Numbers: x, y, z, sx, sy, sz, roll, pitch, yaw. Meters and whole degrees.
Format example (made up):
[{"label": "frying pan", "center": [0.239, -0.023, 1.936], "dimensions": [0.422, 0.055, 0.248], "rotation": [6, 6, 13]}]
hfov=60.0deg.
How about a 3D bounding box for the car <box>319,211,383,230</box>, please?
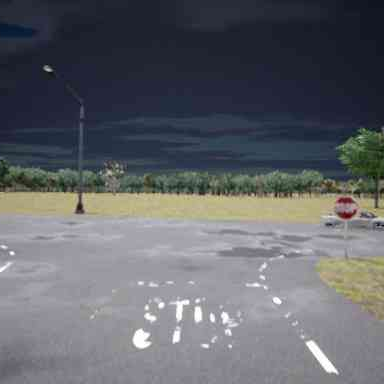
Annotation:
[{"label": "car", "center": [12.024, 2.061, 24.762], "dimensions": [4.718, 1.301, 1.895], "rotation": [2, 1, 0]}]
